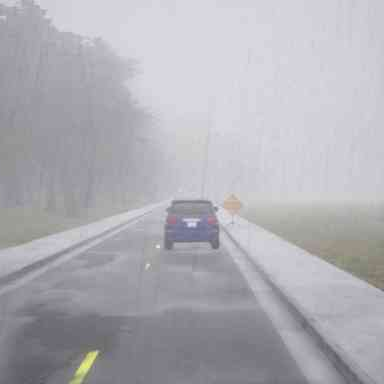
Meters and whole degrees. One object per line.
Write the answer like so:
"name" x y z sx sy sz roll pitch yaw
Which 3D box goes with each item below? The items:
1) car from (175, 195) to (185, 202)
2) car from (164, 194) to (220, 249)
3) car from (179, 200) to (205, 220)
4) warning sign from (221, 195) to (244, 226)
"car" -2.749 1.512 75.926 1.994 1.385 4.181 0 0 0
"car" 0.000 1.257 14.680 2.150 2.045 5.566 0 0 0
"car" 0.000 1.496 29.650 2.128 1.511 4.902 0 0 0
"warning sign" 2.518 1.114 20.635 1.300 1.860 1.060 0 0 0
